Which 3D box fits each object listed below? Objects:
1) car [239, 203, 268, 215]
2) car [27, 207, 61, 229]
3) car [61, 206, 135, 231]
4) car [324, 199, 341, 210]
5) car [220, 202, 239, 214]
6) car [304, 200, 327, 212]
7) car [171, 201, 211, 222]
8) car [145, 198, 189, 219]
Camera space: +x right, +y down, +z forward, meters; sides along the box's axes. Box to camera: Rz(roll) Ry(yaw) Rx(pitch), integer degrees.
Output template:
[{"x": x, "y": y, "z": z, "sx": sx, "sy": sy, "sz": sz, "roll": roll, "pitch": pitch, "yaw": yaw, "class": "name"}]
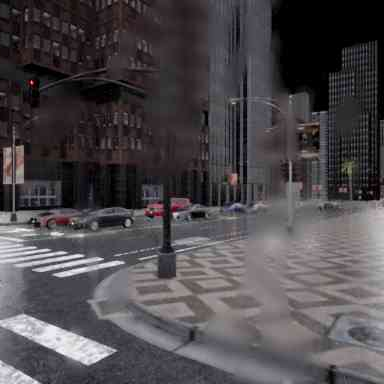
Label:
[{"x": 8.248, "y": 2.129, "z": 42.807, "sx": 1.812, "sy": 1.442, "sz": 4.674, "roll": 0, "pitch": -1, "yaw": 35, "class": "car"}, {"x": -9.271, "y": 1.786, "z": 23.497, "sx": 1.994, "sy": 1.385, "sz": 4.181, "roll": 0, "pitch": -1, "yaw": 36, "class": "car"}, {"x": -5.982, "y": 1.747, "z": 22.542, "sx": 1.837, "sy": 1.490, "sz": 4.892, "roll": 0, "pitch": -1, "yaw": 35, "class": "car"}, {"x": 26.071, "y": 2.507, "z": 62.283, "sx": 1.837, "sy": 1.490, "sz": 4.892, "roll": 0, "pitch": -1, "yaw": 35, "class": "car"}, {"x": 5.518, "y": 2.124, "z": 44.578, "sx": 1.812, "sy": 1.442, "sz": 4.674, "roll": 0, "pitch": 0, "yaw": 36, "class": "car"}, {"x": 19.350, "y": 2.371, "z": 52.712, "sx": 2.033, "sy": 1.411, "sz": 5.357, "roll": 0, "pitch": -1, "yaw": 35, "class": "car"}, {"x": -0.065, "y": 1.883, "z": 30.985, "sx": 2.128, "sy": 1.511, "sz": 4.902, "roll": 0, "pitch": -1, "yaw": 35, "class": "car"}, {"x": -2.256, "y": 1.623, "z": 33.523, "sx": 2.150, "sy": 2.045, "sz": 5.566, "roll": 0, "pitch": -1, "yaw": 35, "class": "car"}]
